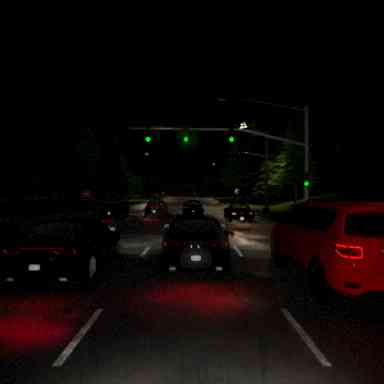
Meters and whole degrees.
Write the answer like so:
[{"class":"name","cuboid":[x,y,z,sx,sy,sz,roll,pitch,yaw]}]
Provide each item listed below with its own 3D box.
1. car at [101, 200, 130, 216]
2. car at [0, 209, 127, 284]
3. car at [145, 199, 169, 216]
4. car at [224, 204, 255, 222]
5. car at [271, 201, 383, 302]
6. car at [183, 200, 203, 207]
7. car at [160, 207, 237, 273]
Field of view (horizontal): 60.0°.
[{"class":"car","cuboid":[-6.901,1.497,30.075,1.837,1.490,4.892,0,0,0]},{"class":"car","cuboid":[-3.400,1.475,9.648,1.882,1.535,5.008,0,0,0]},{"class":"car","cuboid":[-3.401,1.496,32.387,1.837,1.490,4.892,0,0,0]},{"class":"car","cuboid":[3.599,1.594,26.113,1.895,1.301,4.718,0,0,0]},{"class":"car","cuboid":[3.600,1.220,8.399,2.150,2.045,5.566,0,0,0]},{"class":"car","cuboid":[0.097,1.517,31.924,1.812,1.442,4.674,0,0,0]},{"class":"car","cuboid":[0.099,1.475,10.669,1.882,1.535,5.008,0,0,0]}]
